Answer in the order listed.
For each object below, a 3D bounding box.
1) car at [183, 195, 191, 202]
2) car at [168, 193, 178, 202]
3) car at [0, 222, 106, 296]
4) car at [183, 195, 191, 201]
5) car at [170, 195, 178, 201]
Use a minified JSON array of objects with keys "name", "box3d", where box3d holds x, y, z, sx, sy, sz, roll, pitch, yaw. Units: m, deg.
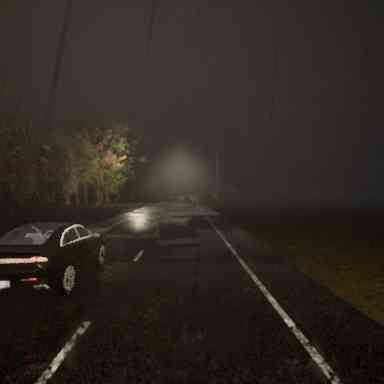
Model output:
[{"name":"car","box3d":[-1.131,1.595,80.292,1.882,1.535,5.008,0,0,-1]},{"name":"car","box3d":[-4.632,1.369,80.273,2.150,2.045,5.566,0,0,-1]},{"name":"car","box3d":[-3.620,1.535,8.698,2.128,1.511,4.902,0,0,-1]},{"name":"car","box3d":[-1.280,1.549,90.715,2.033,1.411,5.357,0,0,-1]},{"name":"car","box3d":[-4.778,1.576,90.666,2.033,1.411,5.357,0,0,-1]}]
